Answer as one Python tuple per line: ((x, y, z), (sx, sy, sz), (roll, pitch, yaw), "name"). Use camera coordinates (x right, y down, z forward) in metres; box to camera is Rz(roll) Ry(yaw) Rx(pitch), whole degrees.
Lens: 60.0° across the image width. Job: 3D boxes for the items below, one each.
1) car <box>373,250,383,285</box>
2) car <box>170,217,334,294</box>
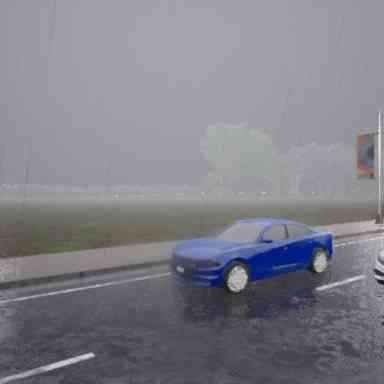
((6.375, 1.508, 8.243), (4.674, 1.442, 1.812), (0, 0, -36), "car")
((1.768, 1.466, 8.944), (5.008, 1.535, 1.882), (0, 0, -36), "car")
